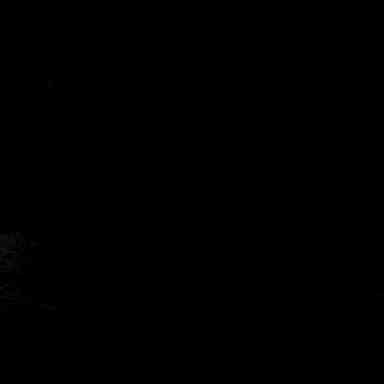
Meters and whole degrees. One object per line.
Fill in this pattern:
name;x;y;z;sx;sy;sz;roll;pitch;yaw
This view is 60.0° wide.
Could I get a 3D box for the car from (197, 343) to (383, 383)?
car;1.885;1.552;1.617;4.403;1.369;2.008;0;0;36
